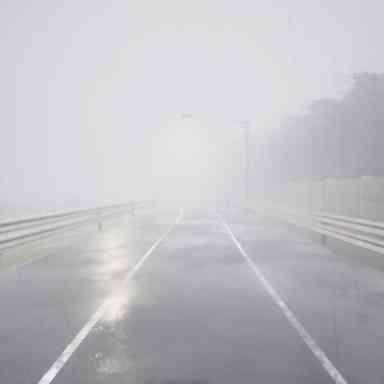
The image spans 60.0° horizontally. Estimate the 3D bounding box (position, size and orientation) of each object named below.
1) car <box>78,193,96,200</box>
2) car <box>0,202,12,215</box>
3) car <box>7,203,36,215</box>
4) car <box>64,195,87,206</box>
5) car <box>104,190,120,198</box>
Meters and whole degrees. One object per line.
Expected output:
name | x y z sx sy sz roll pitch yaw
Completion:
car | -26.701 1.102 85.965 2.097 1.767 4.553 0 3 9
car | -31.493 2.613 56.213 2.150 2.045 5.566 0 3 9
car | -28.042 2.934 55.641 1.837 1.490 4.892 0 3 9
car | -25.463 2.084 71.652 2.033 1.411 5.357 0 3 9
car | -22.293 0.804 91.319 2.097 1.767 4.553 0 3 9
